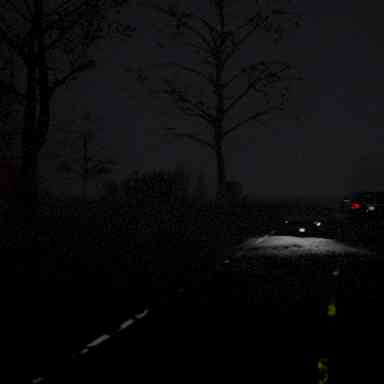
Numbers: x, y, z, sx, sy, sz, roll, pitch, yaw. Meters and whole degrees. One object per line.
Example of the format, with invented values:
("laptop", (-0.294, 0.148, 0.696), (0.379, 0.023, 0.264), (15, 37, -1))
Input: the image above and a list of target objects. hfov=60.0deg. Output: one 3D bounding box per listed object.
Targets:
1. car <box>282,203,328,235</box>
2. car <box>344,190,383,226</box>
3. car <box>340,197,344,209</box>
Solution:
("car", (5.974, 1.274, 17.248), (2.033, 1.411, 5.357), (0, 1, 24))
("car", (10.633, 0.903, 20.174), (2.150, 2.045, 5.566), (0, 1, 23))
("car", (16.523, 0.965, 34.435), (1.837, 1.490, 4.892), (0, 1, 22))
